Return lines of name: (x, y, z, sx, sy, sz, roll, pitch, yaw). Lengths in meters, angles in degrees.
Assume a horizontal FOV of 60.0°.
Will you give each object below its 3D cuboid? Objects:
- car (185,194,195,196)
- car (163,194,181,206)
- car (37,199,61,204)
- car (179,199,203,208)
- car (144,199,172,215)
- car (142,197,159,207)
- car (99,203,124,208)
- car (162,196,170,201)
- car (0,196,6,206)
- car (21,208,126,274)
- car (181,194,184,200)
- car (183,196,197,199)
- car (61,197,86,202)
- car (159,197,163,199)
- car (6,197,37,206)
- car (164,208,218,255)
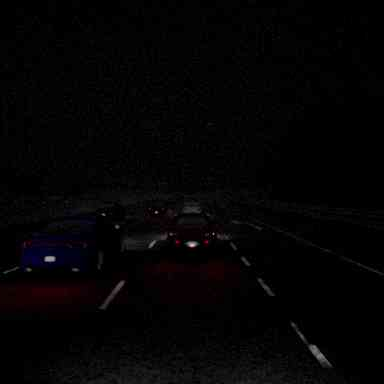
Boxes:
car: (0.039, 1.739, 73.648, 2.128, 1.511, 4.902, 0, 0, 0)
car: (-3.469, 1.544, 58.264, 2.097, 1.767, 4.553, 0, 0, 0)
car: (-21.009, 1.739, 50.172, 1.994, 1.385, 4.181, 0, 0, 1)
car: (0.015, 1.632, 29.539, 1.812, 1.442, 4.674, 0, 0, 0)
car: (-3.480, 1.728, 34.948, 1.895, 1.301, 4.718, 0, 0, 0)
car: (-6.971, 1.711, 54.729, 1.812, 1.442, 4.674, 0, 0, 0)
car: (-6.984, 1.629, 28.643, 1.812, 1.442, 4.674, 0, 0, 0)
car: (-6.952, 1.789, 89.750, 1.994, 1.385, 4.181, 0, 0, 0)
car: (-28.014, 1.523, 48.483, 2.097, 1.767, 4.553, 0, 0, 1)
car: (-3.494, 1.507, 10.665, 1.882, 1.535, 5.008, 0, 0, 0)
car: (-3.461, 1.439, 73.703, 2.150, 2.045, 5.566, 0, 0, 0)
car: (0.026, 1.717, 48.426, 2.033, 1.411, 5.357, 0, 0, 0)
car: (-17.512, 1.527, 50.235, 2.097, 1.767, 4.553, 0, 0, 1)
car: (-6.961, 1.740, 73.664, 2.128, 1.511, 4.902, 0, 0, 0)
car: (-24.510, 1.719, 48.950, 2.033, 1.411, 5.357, 0, 0, 1)
car: (0.007, 1.565, 13.347, 1.812, 1.442, 4.674, 0, 0, 0)
